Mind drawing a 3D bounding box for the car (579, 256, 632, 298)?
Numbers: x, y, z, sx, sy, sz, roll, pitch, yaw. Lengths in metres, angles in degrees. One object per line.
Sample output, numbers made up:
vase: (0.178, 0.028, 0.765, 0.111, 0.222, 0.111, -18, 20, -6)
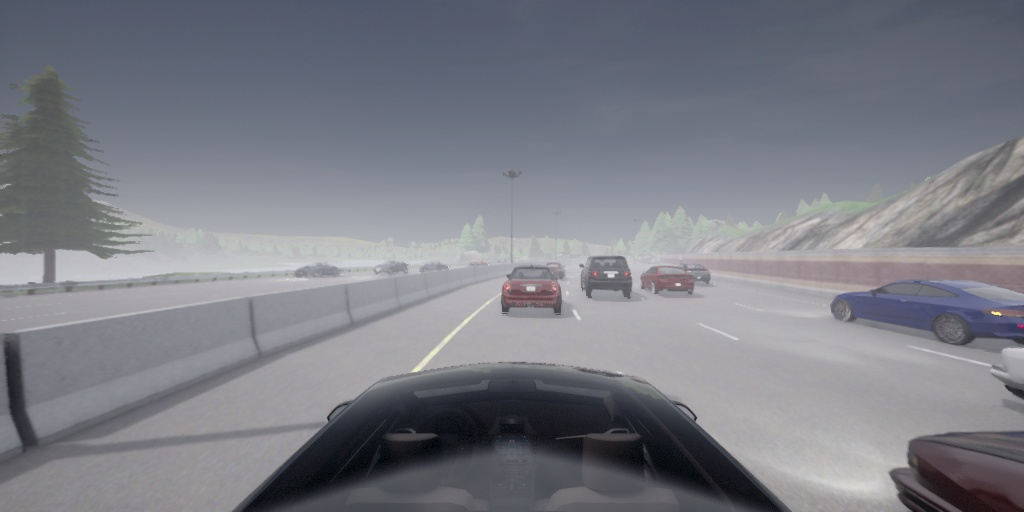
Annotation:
car: (4.869, 1.001, 19.065, 2.150, 2.045, 5.566, 0, 0, 7)

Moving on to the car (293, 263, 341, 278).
car: (-17.788, 1.286, 32.887, 1.994, 1.385, 4.181, 0, 0, 12)

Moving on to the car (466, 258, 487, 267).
car: (-4.261, 1.337, 44.392, 1.994, 1.385, 4.181, 0, 0, 15)

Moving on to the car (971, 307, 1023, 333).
car: (7.161, 1.373, 2.471, 1.895, 1.301, 4.718, 0, 0, 1)

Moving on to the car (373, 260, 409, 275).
car: (-12.961, 1.233, 38.627, 2.128, 1.511, 4.902, 0, 0, 14)

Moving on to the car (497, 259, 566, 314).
car: (0.816, 1.115, 14.061, 2.097, 1.767, 4.553, 0, 0, 5)

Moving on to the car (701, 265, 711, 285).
car: (13.337, 1.304, 27.073, 2.128, 1.511, 4.902, 0, 0, 11)

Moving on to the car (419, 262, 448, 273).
car: (-8.870, 1.320, 40.630, 1.994, 1.385, 4.181, 0, 0, 14)

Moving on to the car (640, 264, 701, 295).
car: (8.590, 1.270, 20.250, 1.882, 1.535, 5.008, 0, 0, 8)

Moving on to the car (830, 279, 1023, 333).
car: (10.952, 1.316, 9.413, 1.812, 1.442, 4.674, 0, 0, 3)
